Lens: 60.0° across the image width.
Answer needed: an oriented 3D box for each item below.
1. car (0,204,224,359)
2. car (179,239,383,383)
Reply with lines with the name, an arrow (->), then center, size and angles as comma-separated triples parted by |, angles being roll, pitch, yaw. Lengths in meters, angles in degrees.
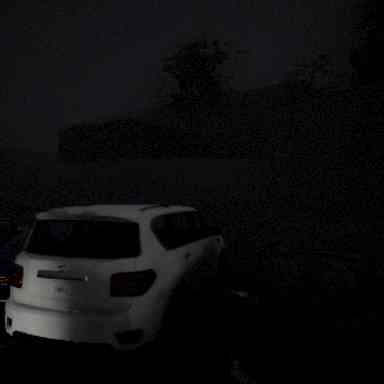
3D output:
car -> -0.790, 1.238, 6.396 | 2.435, 2.045, 5.566 | 0, -1, 15
car -> 1.643, 1.493, 4.637 | 2.231, 1.521, 4.892 | 1, -1, 15
